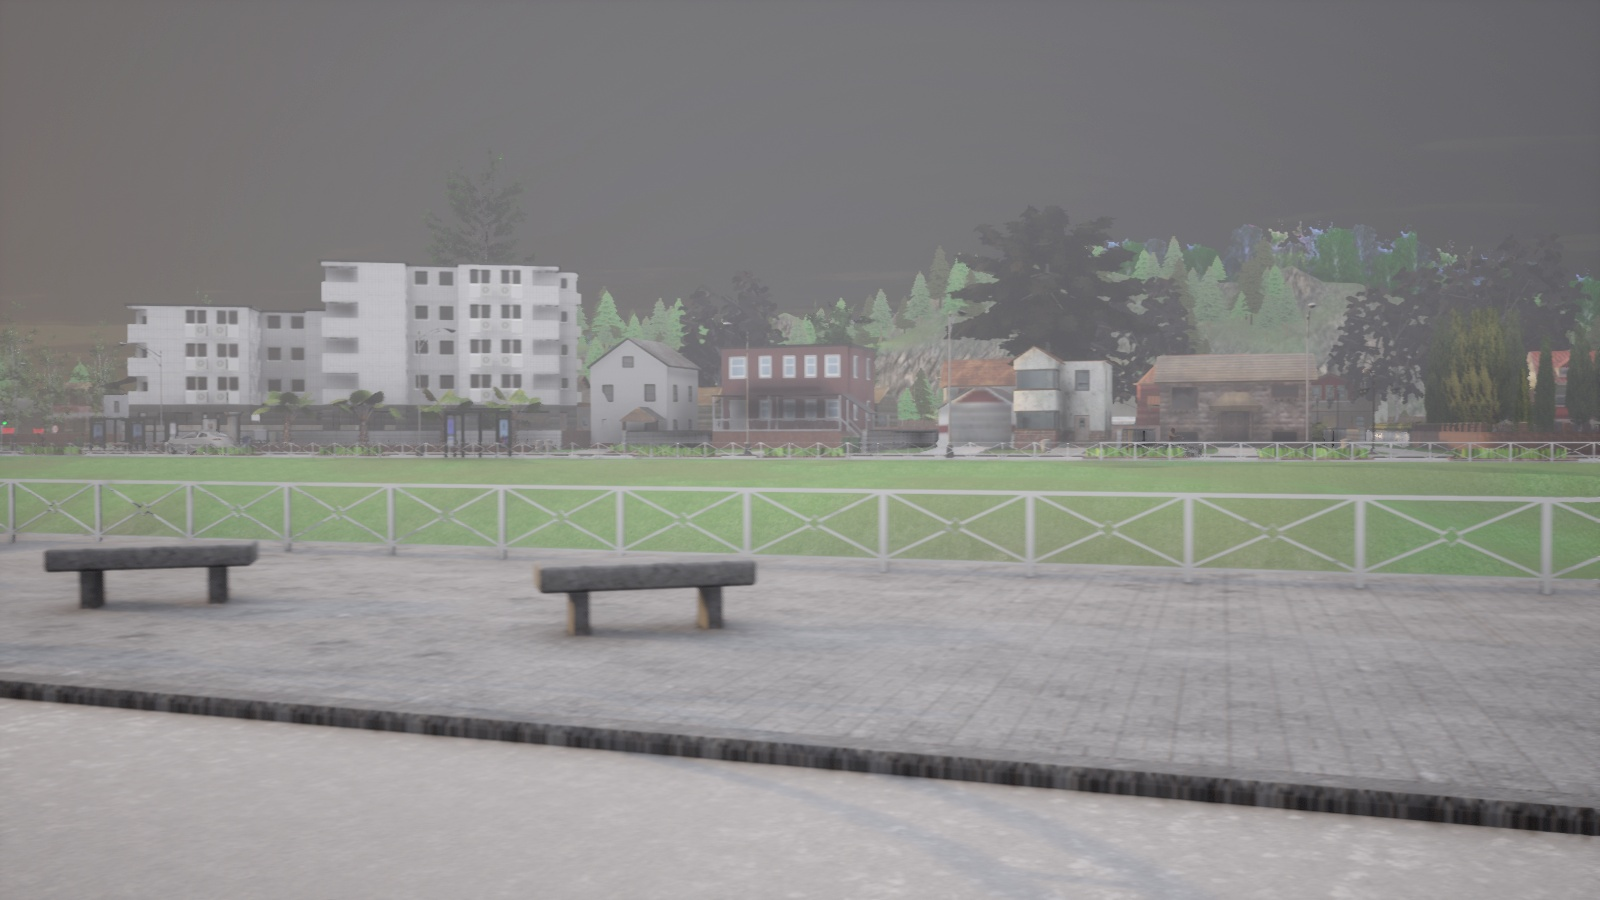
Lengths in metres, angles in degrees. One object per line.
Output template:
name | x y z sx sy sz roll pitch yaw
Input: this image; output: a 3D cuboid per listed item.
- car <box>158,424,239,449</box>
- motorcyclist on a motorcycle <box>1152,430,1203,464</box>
car | -41.692 -0.946 87.063 5.027 1.651 2.152 1 1 19
motorcyclist on a motorcycle | 18.781 -0.153 62.486 2.350 1.649 0.766 1 1 19
